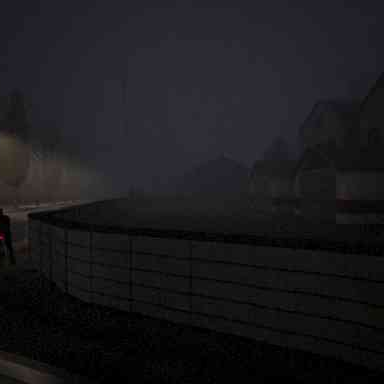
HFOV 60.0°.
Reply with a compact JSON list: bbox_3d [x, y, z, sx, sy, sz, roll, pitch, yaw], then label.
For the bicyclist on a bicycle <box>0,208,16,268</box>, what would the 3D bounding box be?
[{"bbox_3d":[-5.537,1.302,9.622,0.582,1.620,1.656,0,0,-36],"label":"bicyclist on a bicycle"}]
